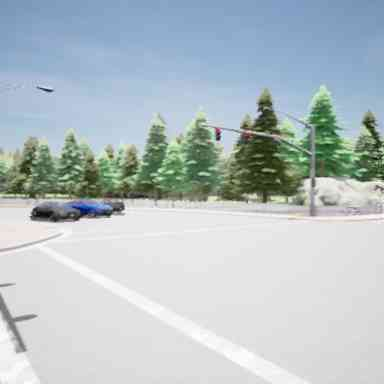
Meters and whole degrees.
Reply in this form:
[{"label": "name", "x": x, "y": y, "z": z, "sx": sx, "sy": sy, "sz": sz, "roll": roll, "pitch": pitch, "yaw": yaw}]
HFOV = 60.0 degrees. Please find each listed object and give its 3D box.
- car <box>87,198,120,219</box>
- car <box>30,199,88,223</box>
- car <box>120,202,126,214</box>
[{"label": "car", "x": -8.715, "y": 1.339, "z": 27.722, "sx": 5.008, "sy": 1.535, "sz": 1.882, "roll": 0, "pitch": 0, "yaw": 33}, {"label": "car", "x": -9.920, "y": 1.425, "z": 24.248, "sx": 4.181, "sy": 1.385, "sz": 1.994, "roll": 0, "pitch": 0, "yaw": 35}, {"label": "car", "x": -8.637, "y": 1.346, "z": 32.120, "sx": 4.902, "sy": 1.511, "sz": 2.128, "roll": 0, "pitch": 0, "yaw": 32}]
